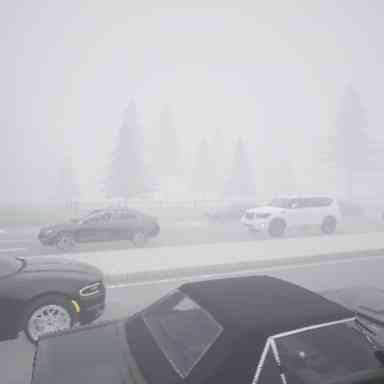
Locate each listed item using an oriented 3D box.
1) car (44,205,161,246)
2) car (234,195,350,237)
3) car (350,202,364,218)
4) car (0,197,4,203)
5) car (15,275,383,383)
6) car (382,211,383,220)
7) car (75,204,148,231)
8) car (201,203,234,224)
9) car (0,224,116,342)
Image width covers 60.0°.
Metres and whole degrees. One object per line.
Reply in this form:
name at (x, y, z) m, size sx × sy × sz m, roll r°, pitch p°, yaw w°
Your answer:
car at (-3.750, 1.474, 13.945) m, size 4.902 × 1.511 × 2.128 m, roll 0°, pitch 0°, yaw -23°
car at (5.364, 1.172, 17.729) m, size 5.566 × 2.045 × 2.150 m, roll 0°, pitch 0°, yaw -22°
car at (12.465, 1.474, 28.240) m, size 4.181 × 1.385 × 1.994 m, roll 0°, pitch 0°, yaw -22°
car at (-39.514, 1.569, 67.550) m, size 1.895 × 1.301 × 4.718 m, roll 0°, pitch 0°, yaw -22°
car at (0.956, 1.592, 3.314) m, size 4.718 × 1.301 × 1.895 m, roll 0°, pitch 0°, yaw -22°
car at (15.159, 1.135, 21.786) m, size 5.566 × 2.045 × 2.150 m, roll 0°, pitch 0°, yaw -22°
car at (-5.082, 1.536, 20.973) m, size 4.181 × 1.385 × 1.994 m, roll 0°, pitch 0°, yaw -23°
car at (3.426, 1.489, 24.505) m, size 5.357 × 1.411 × 2.033 m, roll 0°, pitch 0°, yaw -23°
car at (-3.879, 1.479, 4.973) m, size 5.008 × 1.535 × 1.882 m, roll 0°, pitch 0°, yaw -23°
